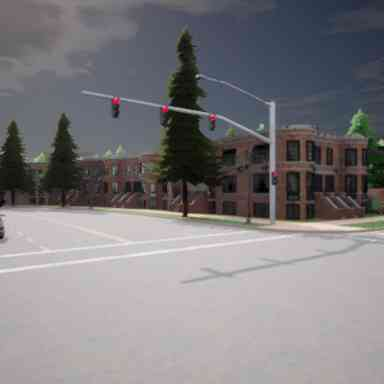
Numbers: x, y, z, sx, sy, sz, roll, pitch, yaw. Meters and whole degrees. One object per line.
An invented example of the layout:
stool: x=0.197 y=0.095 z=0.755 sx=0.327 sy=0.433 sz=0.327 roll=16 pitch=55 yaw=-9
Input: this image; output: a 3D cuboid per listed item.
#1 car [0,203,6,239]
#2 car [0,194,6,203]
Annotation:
car: x=-10.583 y=1.490 z=16.552 sx=2.128 sy=1.511 sz=4.902 roll=0 pitch=0 yaw=-36
car: x=-28.393 y=1.215 z=46.087 sx=5.566 sy=2.045 sz=2.150 roll=0 pitch=0 yaw=23
